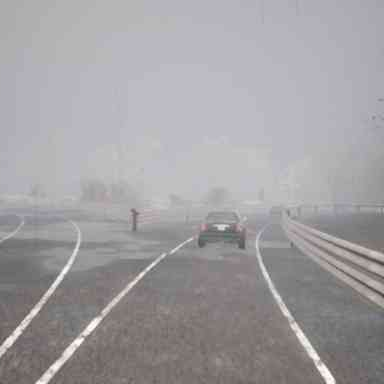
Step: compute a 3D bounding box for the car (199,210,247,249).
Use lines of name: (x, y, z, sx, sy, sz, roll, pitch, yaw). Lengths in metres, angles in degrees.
car: (1.657, 1.655, 16.601, 2.097, 1.767, 4.553, 0, -1, 10)

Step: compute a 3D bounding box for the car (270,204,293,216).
car: (11.822, 2.372, 43.631, 2.128, 1.511, 4.902, 0, -2, 33)
